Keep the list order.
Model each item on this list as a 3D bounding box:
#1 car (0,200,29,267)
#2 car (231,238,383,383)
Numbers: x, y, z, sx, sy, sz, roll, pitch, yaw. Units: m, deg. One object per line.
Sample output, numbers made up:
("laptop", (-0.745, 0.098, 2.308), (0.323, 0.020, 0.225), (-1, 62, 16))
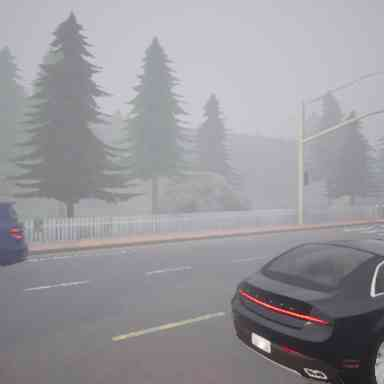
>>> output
("car", (-6.813, 1.207, 7.572), (5.566, 2.045, 2.150), (0, 0, -36))
("car", (2.845, 1.492, 5.167), (4.892, 1.490, 1.837), (0, 0, -33))
